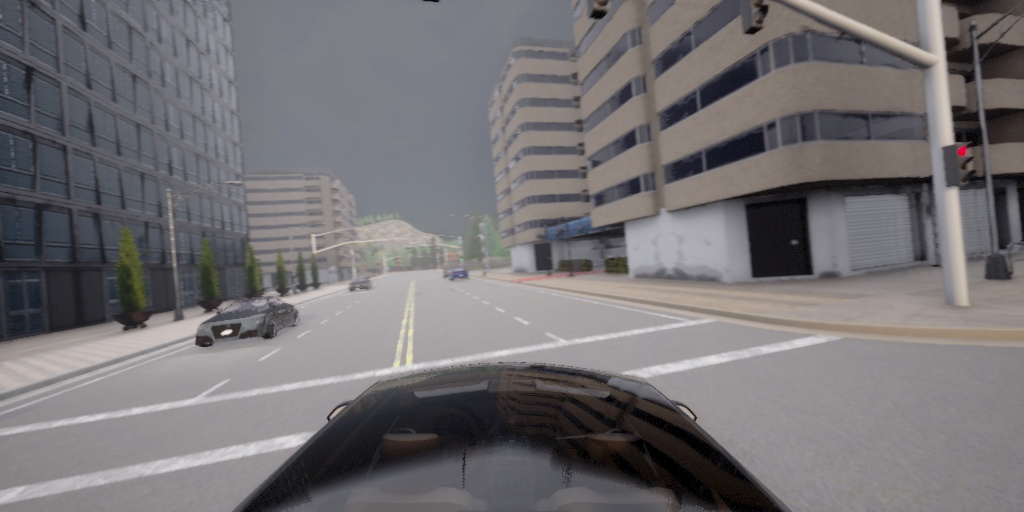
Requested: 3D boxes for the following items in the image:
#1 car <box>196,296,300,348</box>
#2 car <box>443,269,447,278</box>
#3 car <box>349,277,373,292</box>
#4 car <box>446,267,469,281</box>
[{"bbox_3d":[-9.326,2.223,12.977,1.994,1.385,4.181,-5,0,-15],"label":"car"},{"bbox_3d":[-9.109,2.470,52.737,2.033,1.411,5.357,-5,0,-15],"label":"car"},{"bbox_3d":[-16.182,3.000,38.553,2.033,1.411,5.357,-5,0,-15],"label":"car"},{"bbox_3d":[-6.314,2.078,42.519,1.882,1.535,5.008,-5,0,-15],"label":"car"}]
